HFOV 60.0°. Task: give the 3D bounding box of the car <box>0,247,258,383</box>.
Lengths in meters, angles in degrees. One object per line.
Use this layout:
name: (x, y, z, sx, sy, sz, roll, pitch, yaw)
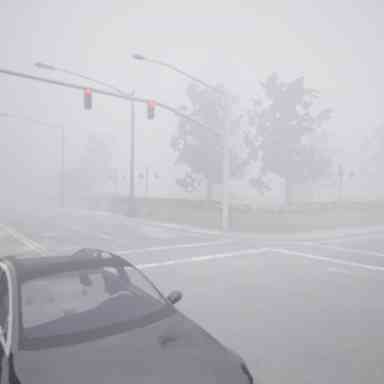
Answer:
car: (-1.364, 1.499, 3.788, 2.128, 1.511, 4.902, 1, 0, -36)
